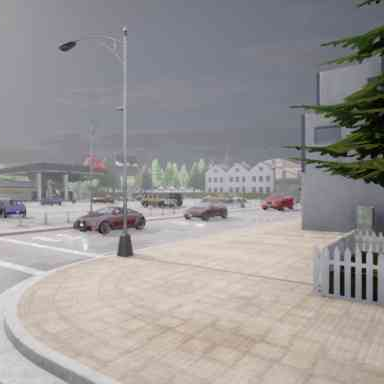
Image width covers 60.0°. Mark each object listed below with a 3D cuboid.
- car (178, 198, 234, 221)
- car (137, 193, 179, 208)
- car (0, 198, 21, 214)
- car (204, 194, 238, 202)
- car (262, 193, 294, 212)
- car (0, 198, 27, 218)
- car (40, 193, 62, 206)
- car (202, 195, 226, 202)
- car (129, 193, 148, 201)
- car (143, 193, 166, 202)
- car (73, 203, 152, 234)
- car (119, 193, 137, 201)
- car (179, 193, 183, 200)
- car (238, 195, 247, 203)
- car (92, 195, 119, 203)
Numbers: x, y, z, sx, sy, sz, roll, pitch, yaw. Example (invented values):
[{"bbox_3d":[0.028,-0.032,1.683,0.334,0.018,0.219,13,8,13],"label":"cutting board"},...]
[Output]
[{"bbox_3d":[1.247,1.508,27.120,1.812,1.442,4.674,0,0,36],"label":"car"},{"bbox_3d":[-4.391,1.092,42.617,4.605,1.855,1.932,0,0,36],"label":"car"},{"bbox_3d":[-19.674,1.378,34.430,3.806,1.475,1.970,0,0,36],"label":"car"},{"bbox_3d":[4.499,1.149,55.564,5.027,1.636,2.152,0,0,36],"label":"car"},{"bbox_3d":[10.300,1.201,39.578,2.150,2.045,5.566,0,0,37],"label":"car"},{"bbox_3d":[-15.420,1.369,27.659,3.633,1.501,1.845,0,0,36],"label":"car"},{"bbox_3d":[-21.523,1.311,50.592,3.633,1.501,1.845,0,0,36],"label":"car"},{"bbox_3d":[4.454,1.292,68.052,4.514,1.523,2.007,0,0,36],"label":"car"},{"bbox_3d":[-12.161,1.067,75.598,3.866,1.878,1.905,0,0,36],"label":"car"},{"bbox_3d":[-7.725,1.089,68.316,4.605,1.855,1.932,0,0,36],"label":"car"},{"bbox_3d":[-4.611,1.546,19.061,1.994,1.385,4.181,0,0,36],"label":"car"},{"bbox_3d":[-14.609,1.351,73.267,3.806,1.475,1.970,0,0,36],"label":"car"},{"bbox_3d":[-3.018,1.072,45.210,3.866,1.878,1.905,0,0,36],"label":"car"},{"bbox_3d":[8.007,1.227,60.947,3.806,1.475,1.970,0,0,36],"label":"car"},{"bbox_3d":[-15.618,1.290,58.654,4.514,1.523,2.007,0,0,36],"label":"car"}]
